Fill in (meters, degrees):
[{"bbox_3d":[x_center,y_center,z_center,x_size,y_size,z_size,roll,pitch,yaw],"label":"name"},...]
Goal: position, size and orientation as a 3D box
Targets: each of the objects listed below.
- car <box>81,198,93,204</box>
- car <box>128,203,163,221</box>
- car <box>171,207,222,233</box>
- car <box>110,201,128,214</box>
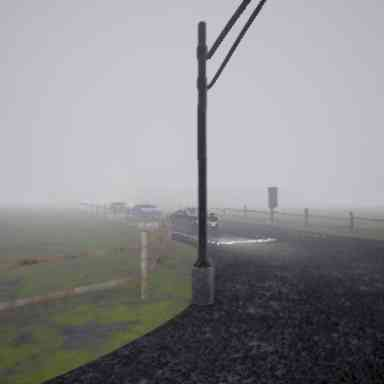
[{"bbox_3d":[-28.162,2.564,90.651,1.895,1.301,4.718,1,-1,-25],"label":"car"},{"bbox_3d":[-4.217,1.809,31.105,1.882,1.535,5.008,1,-1,-25],"label":"car"},{"bbox_3d":[0.187,1.736,21.707,2.128,1.511,4.902,1,-1,-25],"label":"car"},{"bbox_3d":[-8.948,1.932,41.221,1.837,1.490,4.892,1,-1,-25],"label":"car"}]
